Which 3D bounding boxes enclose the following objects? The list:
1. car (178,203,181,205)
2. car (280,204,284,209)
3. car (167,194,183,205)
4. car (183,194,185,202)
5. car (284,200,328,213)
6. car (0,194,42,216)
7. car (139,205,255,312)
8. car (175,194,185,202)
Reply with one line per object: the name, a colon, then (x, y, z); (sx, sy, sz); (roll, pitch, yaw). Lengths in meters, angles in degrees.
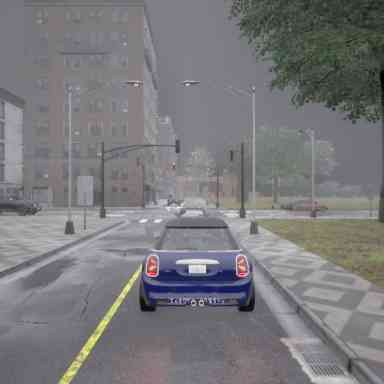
car: (0.017, 1.537, 17.558); (1.812, 1.442, 4.674); (0, 0, 1)
car: (13.713, 1.645, 41.163); (5.357, 1.411, 2.033); (0, -1, 0)
car: (-2.985, 1.297, 55.739); (2.150, 2.045, 5.566); (0, 0, -2)
car: (-2.907, 1.474, 69.569); (2.097, 1.767, 4.553); (0, 0, 0)
car: (13.195, 1.626, 37.898); (4.181, 1.385, 1.994); (0, -1, -1)
car: (-17.138, 1.190, 31.126); (5.566, 2.045, 2.150); (0, -1, 0)
car: (0.093, 1.355, 7.885); (2.097, 1.767, 4.553); (0, 0, 0)
car: (-2.943, 1.395, 81.916); (2.150, 2.045, 5.566); (0, 0, 0)
